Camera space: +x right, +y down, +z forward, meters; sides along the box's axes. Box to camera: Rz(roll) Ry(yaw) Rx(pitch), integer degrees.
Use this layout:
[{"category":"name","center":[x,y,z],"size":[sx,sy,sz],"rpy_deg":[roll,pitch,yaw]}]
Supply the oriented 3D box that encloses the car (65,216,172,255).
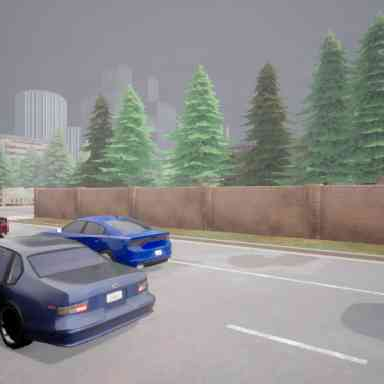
[{"category":"car","center":[-2.915,1.478,10.367],"size":[5.008,1.535,1.882],"rpy_deg":[0,0,35]}]

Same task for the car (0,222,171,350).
[{"category":"car","center":[-3.160,1.547,6.237],"size":[5.357,1.411,2.033],"rpy_deg":[0,0,35]}]

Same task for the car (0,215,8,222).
[{"category":"car","center":[-10.746,1.478,15.945],"size":[5.008,1.535,1.882],"rpy_deg":[0,0,35]}]
